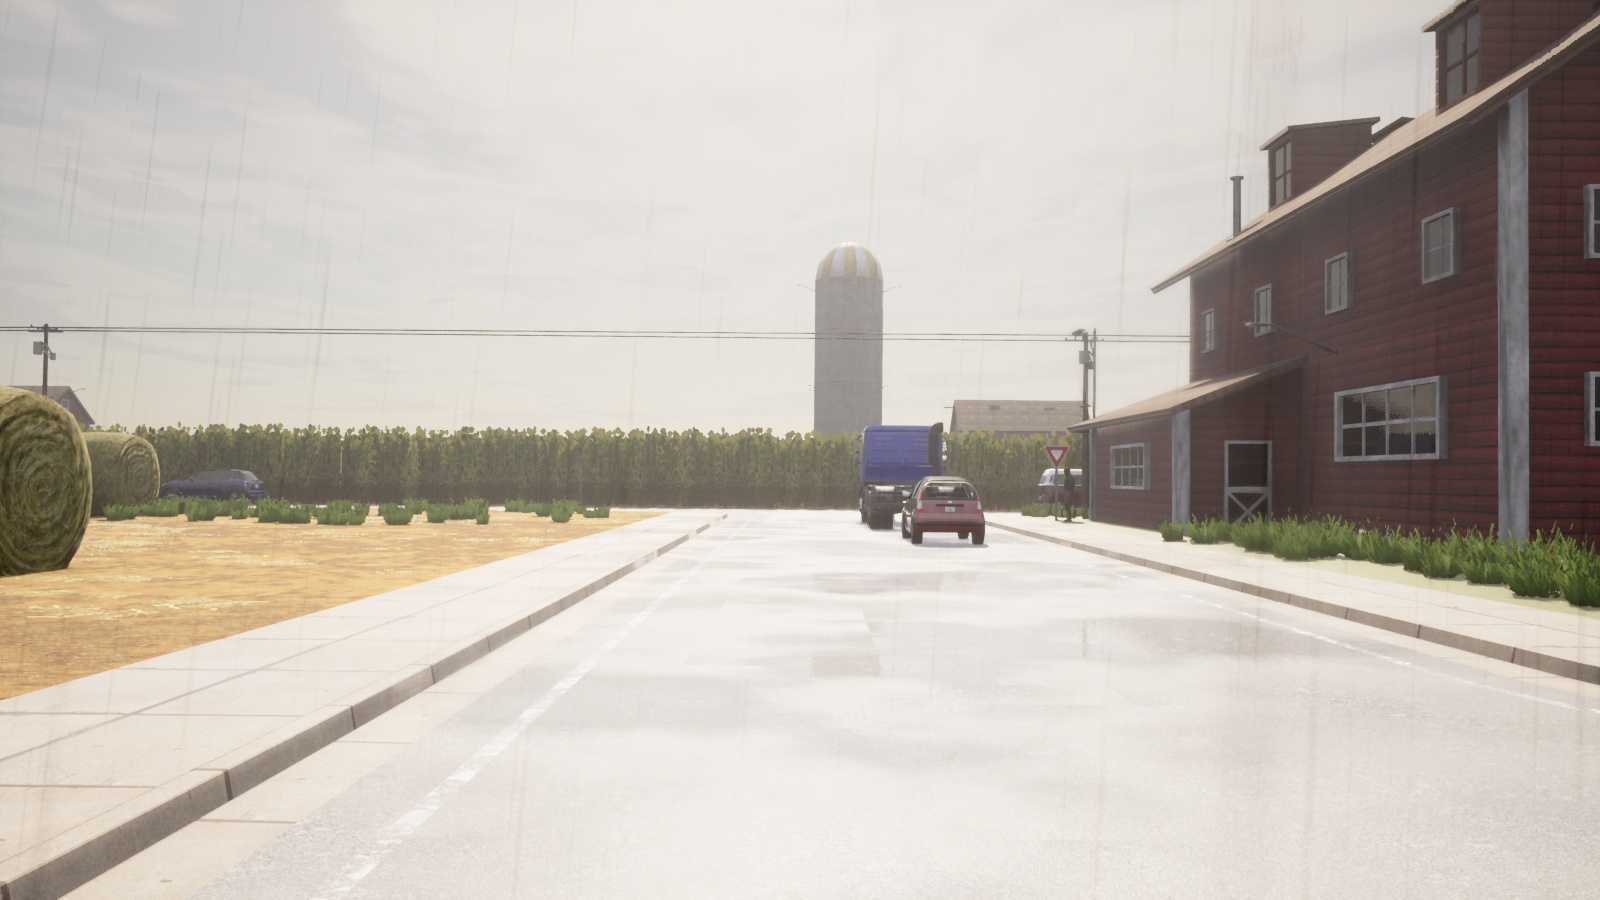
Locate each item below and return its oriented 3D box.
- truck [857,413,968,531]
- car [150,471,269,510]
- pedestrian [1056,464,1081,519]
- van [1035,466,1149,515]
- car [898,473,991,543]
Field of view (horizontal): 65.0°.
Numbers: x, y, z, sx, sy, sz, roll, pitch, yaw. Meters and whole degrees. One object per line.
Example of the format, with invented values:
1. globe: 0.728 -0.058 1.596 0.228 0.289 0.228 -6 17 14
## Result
1. truck: 3.507 0.715 41.043 2.891 3.462 7.936 0 -1 0
2. car: -27.505 1.898 58.613 4.553 1.767 2.097 0 -1 1
3. pedestrian: 8.930 1.383 41.785 0.726 1.835 0.370 0 -1 0
4. van: 12.635 1.745 54.515 4.480 2.038 2.069 0 -1 1
5. car: 3.507 1.387 31.174 1.851 1.617 3.988 0 -1 0
